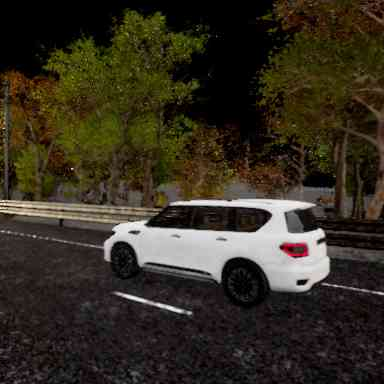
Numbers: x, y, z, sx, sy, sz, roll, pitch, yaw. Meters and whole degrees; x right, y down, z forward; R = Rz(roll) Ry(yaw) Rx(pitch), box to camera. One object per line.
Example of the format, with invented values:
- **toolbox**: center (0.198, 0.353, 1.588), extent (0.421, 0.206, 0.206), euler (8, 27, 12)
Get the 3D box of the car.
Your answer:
- **car**: center (0.335, 1.175, 8.052), extent (5.566, 2.045, 2.150), euler (1, 0, 35)
